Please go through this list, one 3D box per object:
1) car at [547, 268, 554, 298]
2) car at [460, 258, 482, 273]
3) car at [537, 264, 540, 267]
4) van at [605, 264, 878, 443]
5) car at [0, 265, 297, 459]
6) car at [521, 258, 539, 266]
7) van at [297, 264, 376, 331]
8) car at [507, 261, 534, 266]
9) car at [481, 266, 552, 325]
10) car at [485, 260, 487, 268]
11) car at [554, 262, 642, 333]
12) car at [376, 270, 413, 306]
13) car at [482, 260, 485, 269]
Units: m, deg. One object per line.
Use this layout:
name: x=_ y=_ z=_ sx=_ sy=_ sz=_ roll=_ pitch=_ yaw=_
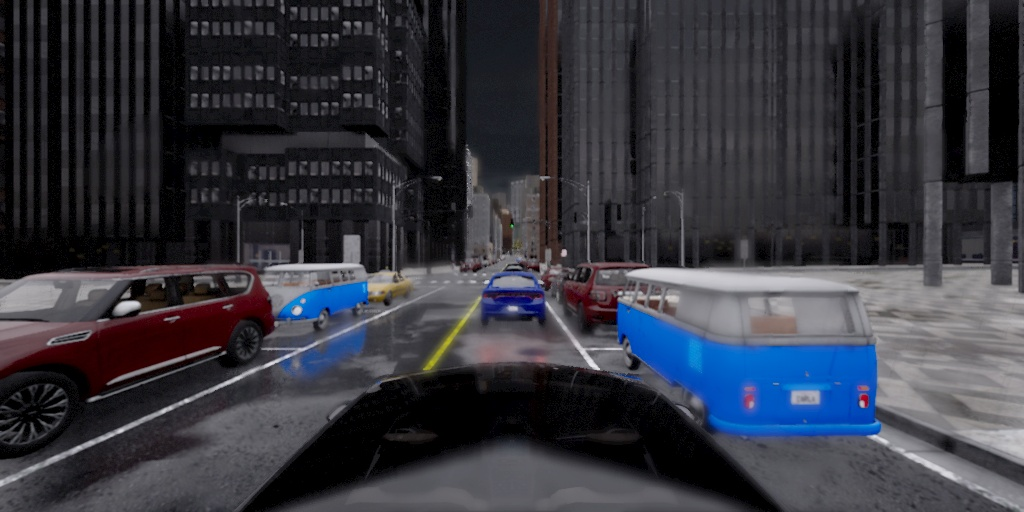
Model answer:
car: x=2.747 y=1.355 z=16.266 sx=2.007 sy=1.370 sz=4.403 roll=0 pitch=0 yaw=0
car: x=-5.819 y=1.259 z=48.831 sx=2.192 sy=1.841 sz=5.009 roll=0 pitch=0 yaw=0
car: x=2.739 y=1.372 z=21.791 sx=1.888 sy=1.381 sz=4.507 roll=0 pitch=0 yaw=0
van: x=2.763 y=1.103 z=5.215 sx=1.690 sy=1.789 sz=3.998 roll=0 pitch=0 yaw=0
car: x=-5.769 y=1.077 z=5.218 sx=2.192 sy=1.841 sz=5.009 roll=0 pitch=0 yaw=0
car: x=2.707 y=1.259 z=48.831 sx=2.192 sy=1.841 sz=5.009 roll=0 pitch=0 yaw=0
van: x=-5.775 y=1.124 z=10.743 sx=1.690 sy=1.789 sz=3.998 roll=0 pitch=0 yaw=0
car: x=0.387 y=1.354 z=26.704 sx=1.837 sy=1.490 sz=4.892 roll=0 pitch=0 yaw=6
car: x=0.060 y=1.266 z=12.006 sx=1.882 sy=1.535 sz=5.008 roll=0 pitch=0 yaw=0
car: x=-5.832 y=1.564 z=60.116 sx=1.948 sy=1.339 sz=4.313 roll=0 pitch=0 yaw=0
car: x=2.755 y=1.098 z=10.741 sx=2.192 sy=1.841 sz=5.009 roll=0 pitch=0 yaw=0
car: x=-5.780 y=1.330 z=16.097 sx=1.751 sy=1.417 sz=4.829 roll=0 pitch=0 yaw=0
car: x=-5.825 y=1.285 z=54.474 sx=2.192 sy=1.841 sz=5.009 roll=0 pitch=0 yaw=0
